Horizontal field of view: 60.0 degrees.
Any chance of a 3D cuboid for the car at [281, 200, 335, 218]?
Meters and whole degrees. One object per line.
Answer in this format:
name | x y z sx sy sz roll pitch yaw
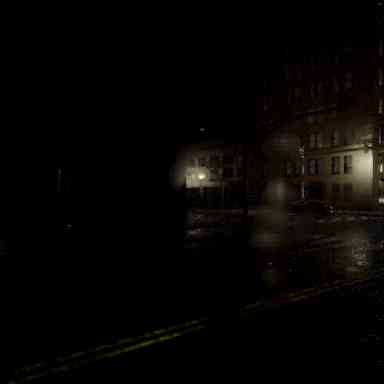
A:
car | 10.225 1.421 29.711 2.128 1.511 4.902 1 0 -35
